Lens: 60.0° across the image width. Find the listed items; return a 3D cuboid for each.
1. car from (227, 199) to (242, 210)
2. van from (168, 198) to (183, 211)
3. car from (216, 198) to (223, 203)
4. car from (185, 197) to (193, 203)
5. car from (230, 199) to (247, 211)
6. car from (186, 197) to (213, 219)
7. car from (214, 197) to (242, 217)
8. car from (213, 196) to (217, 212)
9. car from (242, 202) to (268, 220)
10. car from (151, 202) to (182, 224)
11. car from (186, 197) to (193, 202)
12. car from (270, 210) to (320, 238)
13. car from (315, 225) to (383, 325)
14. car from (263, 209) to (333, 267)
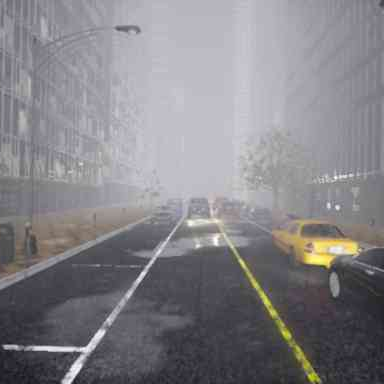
[{"bbox_3d":[6.860,1.966,54.288,1.967,1.590,4.097,1,0,1],"label":"car"},{"bbox_3d":[-1.904,1.599,37.412,1.690,1.788,3.998,1,0,1],"label":"van"},{"bbox_3d":[7.766,2.344,94.123,1.947,1.339,4.313,1,0,1],"label":"car"},{"bbox_3d":[-0.740,2.141,88.631,1.887,1.381,4.507,1,0,1],"label":"car"},{"bbox_3d":[6.730,1.926,48.598,1.967,1.590,4.097,1,0,1],"label":"car"},{"bbox_3d":[0.681,1.493,32.752,2.150,2.045,5.566,1,0,1],"label":"car"},{"bbox_3d":[3.797,1.701,35.897,2.097,1.767,4.553,1,0,2],"label":"car"},{"bbox_3d":[3.997,1.646,46.572,2.150,2.045,5.566,1,0,1],"label":"car"},{"bbox_3d":[6.339,1.915,31.524,2.008,1.369,4.403,1,0,1],"label":"car"},{"bbox_3d":[-2.168,1.722,26.029,2.008,1.369,4.403,1,0,1],"label":"car"},{"bbox_3d":[-0.611,2.211,94.323,1.802,1.307,4.206,1,0,1],"label":"car"},{"bbox_3d":[6.079,1.854,20.142,1.802,1.307,4.206,1,0,1],"label":"car"},{"bbox_3d":[3.962,1.623,5.745,1.837,1.490,4.892,1,0,1],"label":"car"},{"bbox_3d":[4.104,1.626,11.934,1.801,1.575,5.366,1,0,1],"label":"car"}]
